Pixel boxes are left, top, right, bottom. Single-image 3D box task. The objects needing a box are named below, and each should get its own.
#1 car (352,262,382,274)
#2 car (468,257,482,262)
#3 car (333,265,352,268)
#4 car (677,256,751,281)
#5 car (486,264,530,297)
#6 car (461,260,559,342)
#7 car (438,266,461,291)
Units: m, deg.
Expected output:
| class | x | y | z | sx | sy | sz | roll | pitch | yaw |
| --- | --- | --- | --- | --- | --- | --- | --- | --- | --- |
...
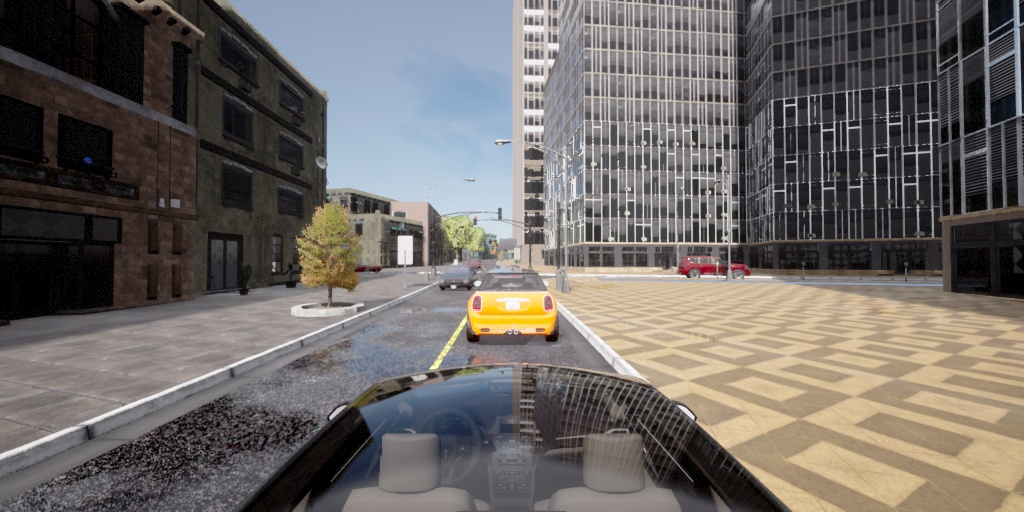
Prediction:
| class | x | y | z | sx | sy | sz | roll | pitch | yaw |
| --- | --- | --- | --- | --- | --- | --- | --- | --- | --- |
| car | -17.547 | 1.385 | 41.679 | 4.718 | 1.301 | 1.895 | 0 | -1 | 18 |
| car | -5.521 | 1.240 | 53.297 | 1.882 | 1.535 | 5.008 | 0 | 0 | -6 |
| car | -20.618 | 1.318 | 40.067 | 4.313 | 1.339 | 1.948 | 0 | 0 | 18 |
| car | 15.722 | 0.938 | 28.211 | 5.009 | 1.841 | 2.192 | 0 | 0 | 18 |
| car | -0.240 | 1.247 | 20.081 | 2.128 | 1.511 | 4.902 | 0 | 0 | -1 |
| car | -0.003 | 1.105 | 9.944 | 2.097 | 1.767 | 4.553 | 0 | 0 | -1 |
| car | -3.221 | 1.302 | 22.285 | 2.033 | 1.411 | 5.357 | 0 | 0 | 0 |
